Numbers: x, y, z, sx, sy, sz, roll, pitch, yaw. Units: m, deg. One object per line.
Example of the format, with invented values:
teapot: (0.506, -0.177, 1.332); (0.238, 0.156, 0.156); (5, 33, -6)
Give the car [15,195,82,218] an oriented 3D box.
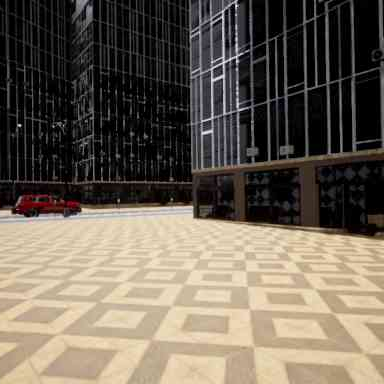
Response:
car: (-11.741, 1.185, 27.327); (5.009, 1.841, 2.192); (0, -1, -36)
